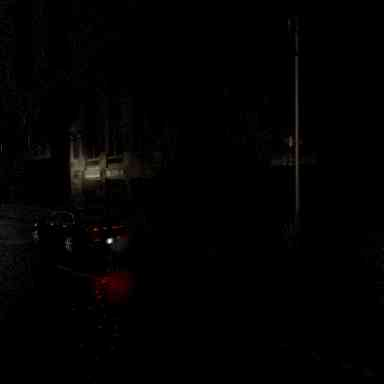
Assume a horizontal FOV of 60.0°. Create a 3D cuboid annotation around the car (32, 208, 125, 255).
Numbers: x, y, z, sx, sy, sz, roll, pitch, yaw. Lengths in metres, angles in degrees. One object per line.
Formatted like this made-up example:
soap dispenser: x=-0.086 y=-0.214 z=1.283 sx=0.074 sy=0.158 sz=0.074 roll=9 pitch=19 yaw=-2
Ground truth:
car: x=-4.522 y=1.392 z=12.878 sx=4.892 sy=1.490 sz=1.837 roll=0 pitch=1 yaw=44
